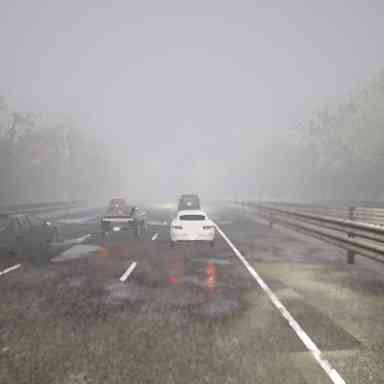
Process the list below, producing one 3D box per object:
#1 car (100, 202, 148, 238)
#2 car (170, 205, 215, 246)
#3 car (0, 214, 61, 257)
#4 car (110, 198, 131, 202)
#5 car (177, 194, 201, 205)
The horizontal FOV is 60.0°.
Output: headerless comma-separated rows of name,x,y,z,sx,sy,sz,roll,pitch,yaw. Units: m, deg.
car,-3.531,1.496,17.884,2.128,1.511,4.902,0,0,-1
car,0.004,1.528,15.070,1.812,1.442,4.674,0,0,-1
car,-6.974,1.551,12.988,2.033,1.411,5.357,0,0,-1
car,-7.328,1.372,34.246,2.097,1.767,4.553,0,0,-1
car,-0.308,1.238,33.635,2.150,2.045,5.566,0,0,-1
